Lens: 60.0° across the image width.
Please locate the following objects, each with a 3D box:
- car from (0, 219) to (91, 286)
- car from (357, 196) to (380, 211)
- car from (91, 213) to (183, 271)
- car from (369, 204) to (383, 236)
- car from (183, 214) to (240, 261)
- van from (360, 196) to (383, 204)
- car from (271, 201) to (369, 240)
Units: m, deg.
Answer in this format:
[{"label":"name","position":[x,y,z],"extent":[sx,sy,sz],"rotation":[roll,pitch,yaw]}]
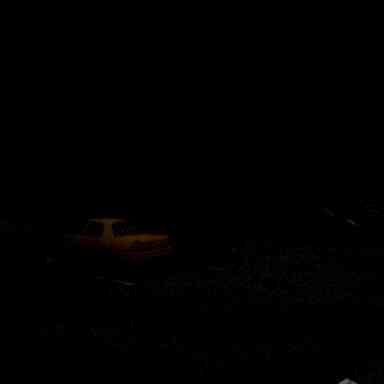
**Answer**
[{"label":"car","position":[-5.369,1.494,9.252],"extent":[5.008,1.535,2.097],"rotation":[-1,-1,34]},{"label":"car","position":[27.749,1.702,52.072],"extent":[2.435,2.045,5.566],"rotation":[0,0,36]},{"label":"car","position":[-3.118,1.520,11.062],"extent":[5.366,1.575,1.946],"rotation":[-1,-1,35]},{"label":"car","position":[9.096,1.655,19.547],"extent":[4.892,1.521,2.231],"rotation":[-1,-1,34]},{"label":"car","position":[-0.524,1.577,12.671],"extent":[4.792,1.488,2.163],"rotation":[-1,-1,35]},{"label":"van","position":[13.813,1.482,23.043],"extent":[4.442,1.987,1.878],"rotation":[-1,-1,35]},{"label":"car","position":[6.656,1.503,17.848],"extent":[4.553,1.767,2.185],"rotation":[-1,-1,35]}]
